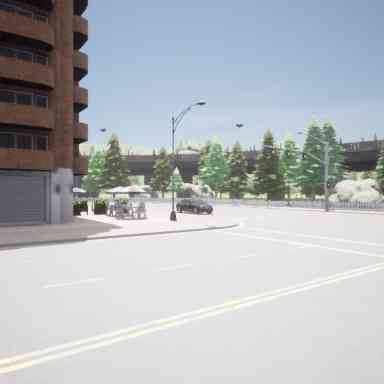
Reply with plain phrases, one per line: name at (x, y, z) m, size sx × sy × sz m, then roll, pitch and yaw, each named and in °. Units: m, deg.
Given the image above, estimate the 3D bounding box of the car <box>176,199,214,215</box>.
car at (0.215, 1.449, 33.960) m, size 1.837 × 1.490 × 4.892 m, roll 0°, pitch 0°, yaw -36°
